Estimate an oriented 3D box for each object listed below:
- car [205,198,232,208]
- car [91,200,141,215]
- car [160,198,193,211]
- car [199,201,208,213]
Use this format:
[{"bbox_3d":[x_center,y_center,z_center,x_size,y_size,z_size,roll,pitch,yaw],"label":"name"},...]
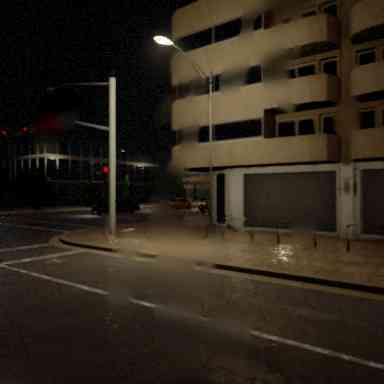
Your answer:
[{"bbox_3d":[4.055,1.607,50.062,1.895,1.301,4.718,0,0,36],"label":"car"},{"bbox_3d":[-7.665,1.553,34.017,2.033,1.411,5.357,0,0,36],"label":"car"},{"bbox_3d":[-1.897,1.483,41.929,1.882,1.535,5.008,0,0,36],"label":"car"},{"bbox_3d":[2.785,1.605,36.133,1.895,1.301,4.718,0,0,36],"label":"car"}]
